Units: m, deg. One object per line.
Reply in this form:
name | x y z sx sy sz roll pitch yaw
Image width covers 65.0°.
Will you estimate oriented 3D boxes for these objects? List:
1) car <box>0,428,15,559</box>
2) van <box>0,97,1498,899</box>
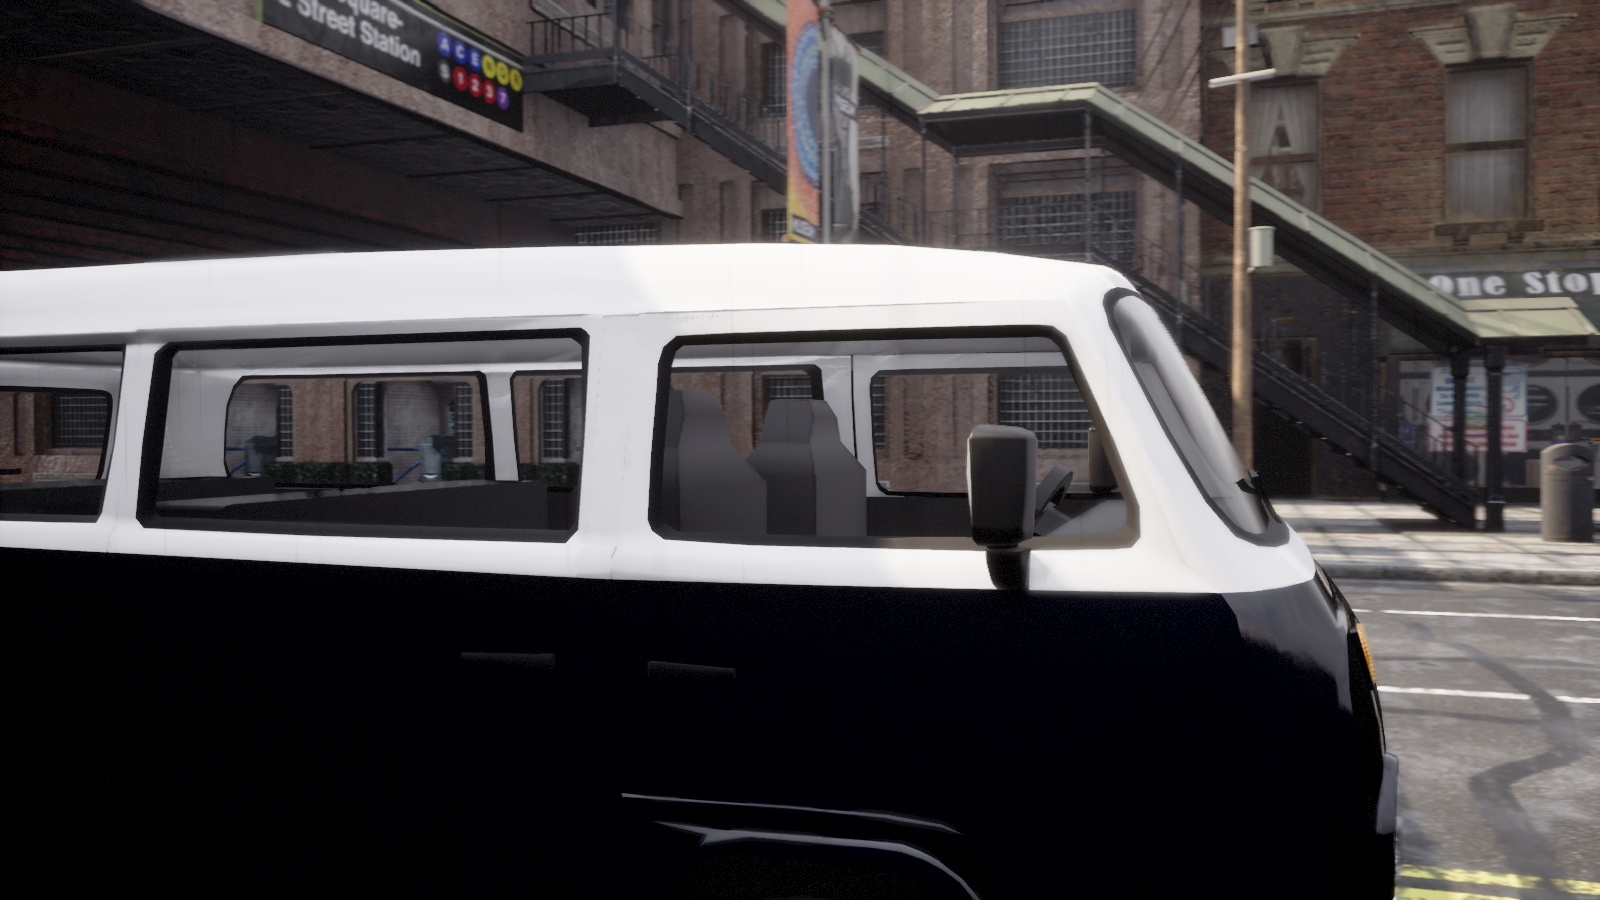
car | -11.681 0.496 14.512 4.514 1.525 2.007 1 1 19
van | -0.822 0.491 3.466 4.480 2.038 2.069 1 1 19
